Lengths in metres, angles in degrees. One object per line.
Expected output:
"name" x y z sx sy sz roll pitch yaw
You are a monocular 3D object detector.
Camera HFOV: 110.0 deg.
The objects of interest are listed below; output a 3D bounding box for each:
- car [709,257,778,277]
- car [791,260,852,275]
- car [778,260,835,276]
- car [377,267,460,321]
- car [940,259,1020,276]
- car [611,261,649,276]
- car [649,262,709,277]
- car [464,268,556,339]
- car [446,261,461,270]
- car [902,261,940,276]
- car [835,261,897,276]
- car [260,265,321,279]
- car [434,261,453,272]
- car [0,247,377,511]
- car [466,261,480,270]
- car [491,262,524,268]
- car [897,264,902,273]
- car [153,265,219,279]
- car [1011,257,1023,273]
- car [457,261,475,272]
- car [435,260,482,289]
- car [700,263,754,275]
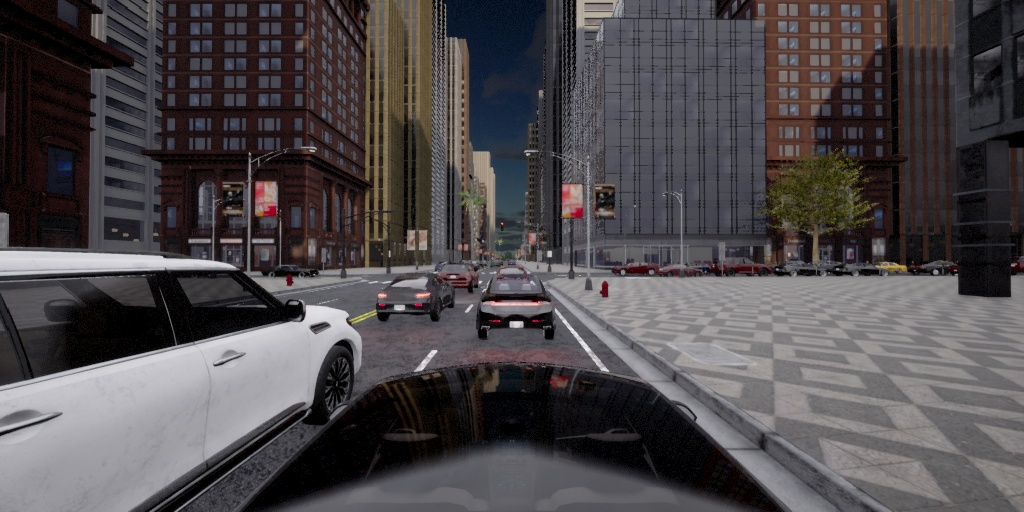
"car" 20.934 1.039 33.014 5.009 1.841 2.192 0 0 -1
"car" 33.570 1.249 38.984 4.902 1.511 2.128 0 -1 -1
"car" 26.571 1.274 33.105 4.313 1.339 1.948 0 0 -1
"car" -3.157 1.288 12.366 1.812 1.442 4.674 0 0 0
"car" 43.484 1.211 33.379 4.507 1.381 1.888 0 0 -1
"car" 13.243 1.297 38.675 5.008 1.535 1.882 0 -1 -2
"car" 15.296 1.326 32.922 4.207 1.307 1.802 0 0 -1
"car" 0.093 1.248 10.056 2.128 1.511 4.902 0 0 0
"car" -9.866 1.557 60.823 1.812 1.442 4.674 0 0 0
"car" 42.832 1.204 35.994 4.892 1.490 1.837 0 -1 -1
"car" 32.208 1.258 33.196 4.313 1.339 1.948 0 0 -1
"car" -21.477 1.523 34.923 4.718 1.301 1.895 0 -1 0
"car" -9.871 1.495 51.901 1.812 1.442 4.674 0 0 0
"car" -3.155 0.972 2.587 2.150 2.045 5.566 0 0 0
"car" -6.616 1.560 61.278 1.812 1.442 4.674 0 0 0
"car" -0.012 1.260 19.556 1.882 1.535 5.008 0 0 0
"car" 43.182 1.293 41.900 4.829 1.417 1.751 0 0 -1
"car" -31.642 1.570 34.926 4.718 1.301 1.895 0 -1 0
"car" 49.123 0.970 33.470 5.009 1.841 2.192 0 0 -1
"car" -6.630 1.462 52.178 2.128 1.511 4.902 0 0 0
"car" -3.162 1.141 21.346 2.097 1.767 4.553 0 0 0
"car" 23.160 1.387 38.822 4.718 1.301 1.895 0 -1 -1
